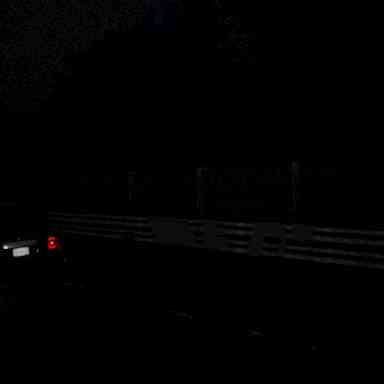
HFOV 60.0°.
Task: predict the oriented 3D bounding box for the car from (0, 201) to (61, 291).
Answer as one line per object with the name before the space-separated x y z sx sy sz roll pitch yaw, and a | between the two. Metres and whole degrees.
car | -5.437 1.248 7.928 5.566 2.045 2.150 0 0 36
